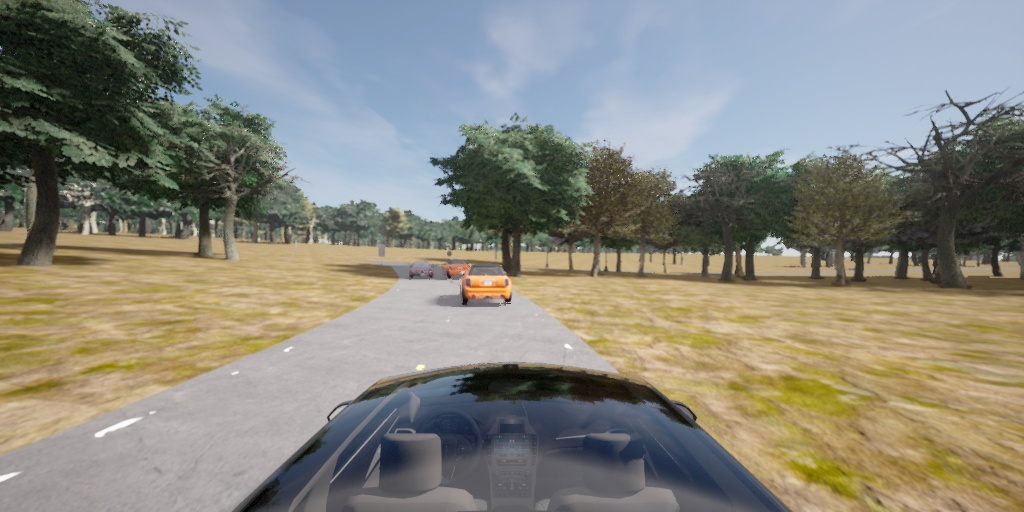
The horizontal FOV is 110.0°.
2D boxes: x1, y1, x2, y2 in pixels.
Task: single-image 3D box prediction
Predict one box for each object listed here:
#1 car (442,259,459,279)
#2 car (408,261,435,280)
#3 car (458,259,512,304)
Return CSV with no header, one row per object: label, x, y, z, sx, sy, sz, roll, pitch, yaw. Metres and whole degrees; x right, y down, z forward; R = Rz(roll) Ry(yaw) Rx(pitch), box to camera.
car,-5.021,1.028,32.380,2.097,1.767,4.553,1,0,-17
car,-7.710,1.170,30.499,1.812,1.442,4.674,1,0,-17
car,-1.305,1.135,16.711,2.097,1.767,4.553,1,0,-9
